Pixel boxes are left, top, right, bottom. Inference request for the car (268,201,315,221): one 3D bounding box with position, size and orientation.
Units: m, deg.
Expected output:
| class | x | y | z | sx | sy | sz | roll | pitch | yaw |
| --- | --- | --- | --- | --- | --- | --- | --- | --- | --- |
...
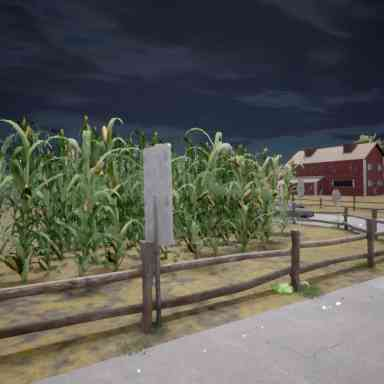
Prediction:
| class | x | y | z | sx | sy | sz | roll | pitch | yaw |
| --- | --- | --- | --- | --- | --- | --- | --- | --- | --- |
| car | 7.314 | 1.373 | 25.773 | 1.994 | 1.385 | 4.181 | -2 | 2 | -36 |
